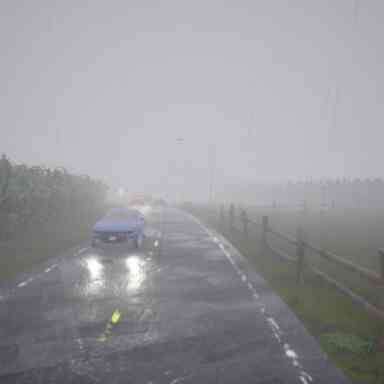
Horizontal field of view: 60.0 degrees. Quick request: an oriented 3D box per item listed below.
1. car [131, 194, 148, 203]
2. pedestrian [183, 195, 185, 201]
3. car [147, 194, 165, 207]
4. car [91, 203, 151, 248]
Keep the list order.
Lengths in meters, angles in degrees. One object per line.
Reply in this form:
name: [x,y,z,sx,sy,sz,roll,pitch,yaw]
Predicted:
car: [-9.195,1.295,56.241,2.150,2.045,5.566,0,0,-14]
pedestrian: [-1.143,1.341,46.274,0.375,1.860,0.375,0,0,-16]
car: [-5.468,1.572,52.942,1.837,1.490,4.892,0,0,-14]
car: [-3.126,1.491,15.063,1.882,1.535,5.008,0,0,-3]
